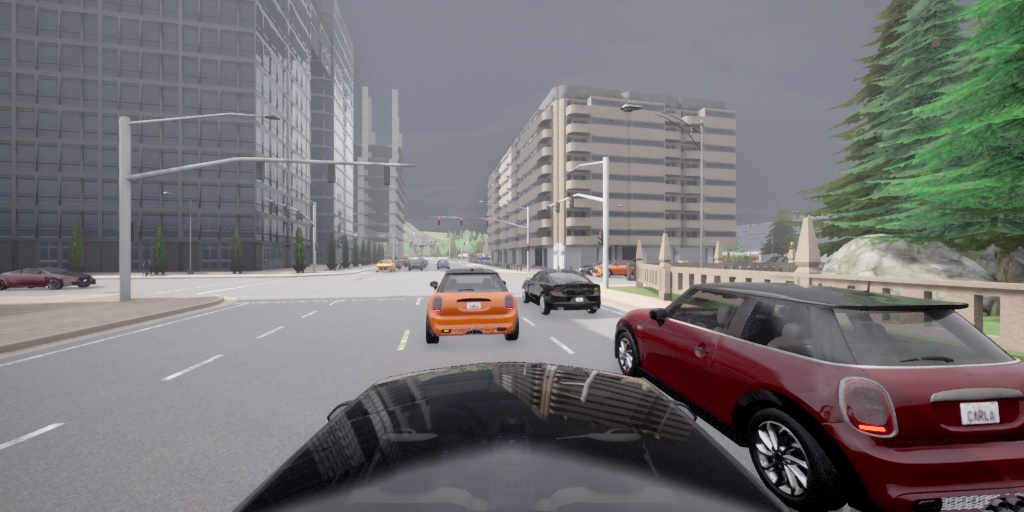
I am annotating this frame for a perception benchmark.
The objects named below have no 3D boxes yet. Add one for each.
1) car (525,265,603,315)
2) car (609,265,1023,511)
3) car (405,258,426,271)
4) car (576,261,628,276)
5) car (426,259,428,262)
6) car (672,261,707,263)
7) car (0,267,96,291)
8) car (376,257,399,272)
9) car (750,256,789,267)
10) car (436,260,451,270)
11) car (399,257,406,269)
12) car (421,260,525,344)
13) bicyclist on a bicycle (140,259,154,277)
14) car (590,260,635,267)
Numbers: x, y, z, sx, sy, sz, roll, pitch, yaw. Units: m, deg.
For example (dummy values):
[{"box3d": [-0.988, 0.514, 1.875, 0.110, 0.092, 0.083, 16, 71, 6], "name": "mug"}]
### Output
[{"box3d": [1.690, 1.227, 13.752, 1.882, 1.535, 5.008, 0, 0, -10], "name": "car"}, {"box3d": [3.017, 1.102, 4.586, 2.097, 1.767, 4.553, 0, 0, -6], "name": "car"}, {"box3d": [-13.068, 1.254, 48.851, 1.837, 1.490, 4.892, 0, 0, -12], "name": "car"}, {"box3d": [9.491, 1.296, 38.085, 4.902, 1.511, 2.128, 0, 0, -12], "name": "car"}, {"box3d": [-14.919, 1.313, 57.554, 1.994, 1.385, 4.181, 0, 0, -12], "name": "car"}, {"box3d": [18.813, 1.330, 36.537, 4.674, 1.442, 1.812, 0, 0, -12], "name": "car"}, {"box3d": [-28.975, 1.369, 22.267, 4.181, 1.385, 1.994, 0, 0, -12], "name": "car"}, {"box3d": [-15.877, 1.227, 45.211, 1.882, 1.535, 5.008, 0, 0, -12], "name": "car"}, {"box3d": [29.266, 1.026, 38.839, 5.566, 2.045, 2.150, 0, 0, -12], "name": "car"}, {"box3d": [-10.424, 1.296, 54.215, 2.033, 1.411, 5.357, 0, 0, -12], "name": "car"}, {"box3d": [-17.837, 1.240, 54.425, 2.128, 1.511, 4.902, 0, 0, -12], "name": "car"}, {"box3d": [-1.178, 1.102, 9.891, 2.097, 1.767, 4.553, 0, 0, -10], "name": "car"}, {"box3d": [-33.988, 1.105, 33.434, 0.582, 1.620, 1.656, 0, 0, -12], "name": "bicyclist on a bicycle"}, {"box3d": [10.040, 1.157, 34.619, 4.553, 1.767, 2.097, 0, 0, -12], "name": "car"}]
